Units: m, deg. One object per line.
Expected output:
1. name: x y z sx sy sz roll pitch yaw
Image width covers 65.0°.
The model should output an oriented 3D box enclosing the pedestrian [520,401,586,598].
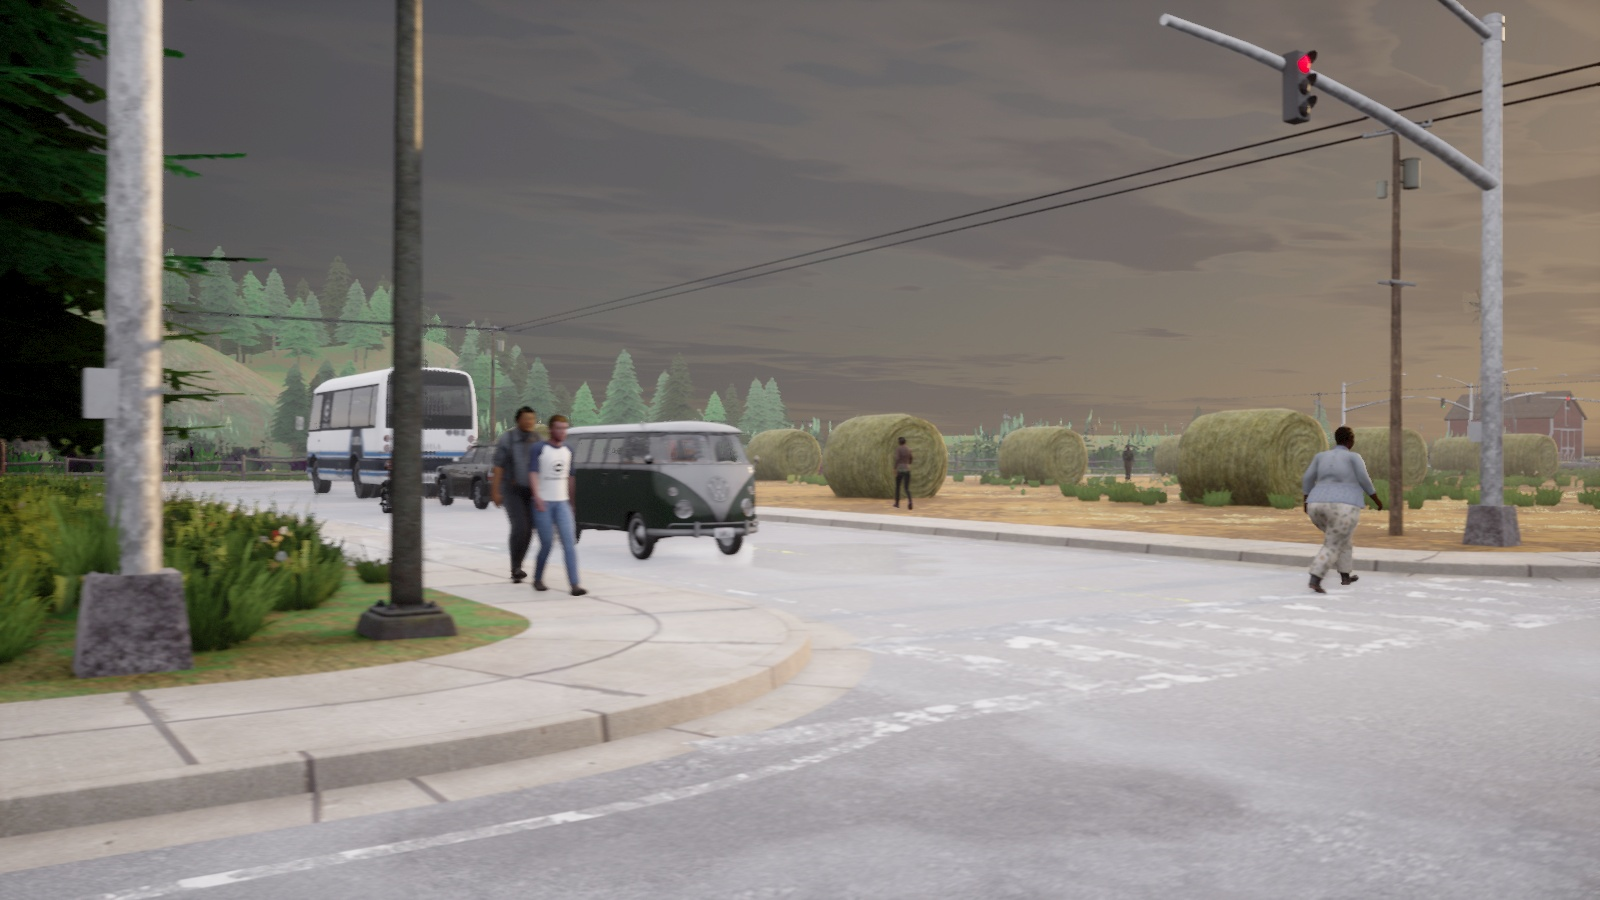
1. pedestrian: -2.392 0.464 12.137 0.354 1.836 0.706 0 0 -38

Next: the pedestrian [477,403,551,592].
1. pedestrian: -2.901 0.466 12.729 0.540 1.848 0.694 0 0 -31

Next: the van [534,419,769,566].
1. van: -2.411 0.581 19.330 1.775 1.987 4.442 0 0 -34

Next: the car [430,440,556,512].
1. car: -8.605 0.696 34.872 1.932 1.855 4.605 0 -1 -34

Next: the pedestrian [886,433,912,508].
1. pedestrian: 2.412 0.488 30.578 0.328 1.805 0.869 0 0 -16

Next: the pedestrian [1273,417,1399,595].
1. pedestrian: 5.805 0.582 13.623 0.900 1.855 0.874 0 0 -27

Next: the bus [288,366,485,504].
1. bus: -14.752 -0.460 44.057 3.944 4.253 10.273 0 0 -34

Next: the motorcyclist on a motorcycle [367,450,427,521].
1. motorcyclist on a motorcycle: -9.719 0.821 30.246 0.766 1.649 2.350 0 0 -34

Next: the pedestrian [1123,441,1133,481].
1. pedestrian: 15.983 0.534 61.214 0.395 1.930 0.692 0 0 10
